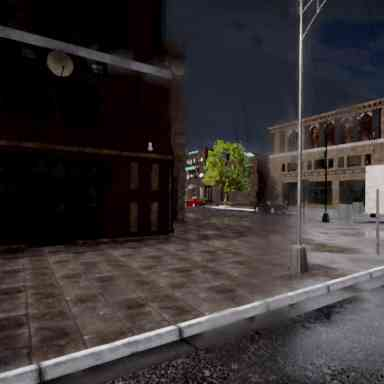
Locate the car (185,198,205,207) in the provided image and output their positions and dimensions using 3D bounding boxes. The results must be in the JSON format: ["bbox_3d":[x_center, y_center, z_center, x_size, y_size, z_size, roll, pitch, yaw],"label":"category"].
[{"bbox_3d":[0.422,1.621,51.459,1.887,1.381,4.507,1,-1,-27],"label":"car"}]

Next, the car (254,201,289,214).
[{"bbox_3d":[8.500,1.623,35.983,2.008,1.369,4.403,1,-1,-27],"label":"car"}]
